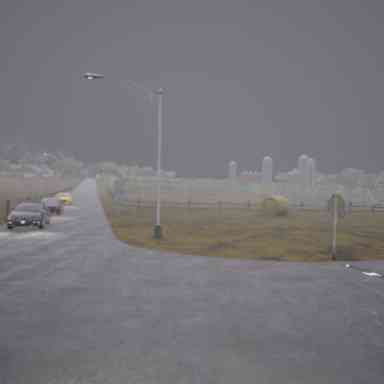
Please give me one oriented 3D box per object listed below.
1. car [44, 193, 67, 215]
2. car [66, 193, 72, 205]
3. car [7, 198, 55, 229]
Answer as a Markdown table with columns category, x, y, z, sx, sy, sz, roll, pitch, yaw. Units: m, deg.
| category | x | y | z | sx | sy | sz | roll | pitch | yaw |
| --- | --- | --- | --- | --- | --- | --- | --- | --- | --- |
| car | -12.779 | 1.181 | 30.209 | 1.882 | 1.535 | 5.008 | 1 | 1 | -17 |
| car | -16.510 | 0.863 | 42.862 | 1.882 | 1.535 | 5.008 | 1 | 1 | -16 |
| car | -9.881 | 1.360 | 20.428 | 1.837 | 1.490 | 4.892 | 1 | 0 | -16 |
